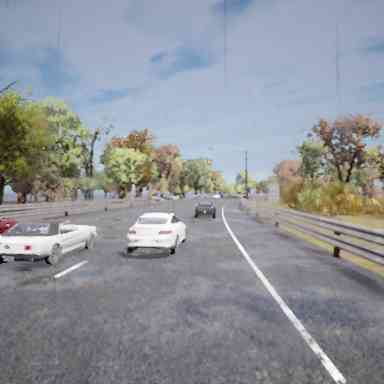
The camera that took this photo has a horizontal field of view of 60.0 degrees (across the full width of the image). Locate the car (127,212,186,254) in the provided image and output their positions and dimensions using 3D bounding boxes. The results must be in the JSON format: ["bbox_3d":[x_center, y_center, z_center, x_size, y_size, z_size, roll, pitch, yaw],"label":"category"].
[{"bbox_3d":[-1.335,1.547,13.623,1.812,1.442,4.674,0,0,5],"label":"car"}]

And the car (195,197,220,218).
[{"bbox_3d":[1.324,1.545,31.337,2.128,1.511,4.902,0,0,4],"label":"car"}]

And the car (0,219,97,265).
[{"bbox_3d":[-5.023,1.617,11.720,1.895,1.301,4.718,0,0,5],"label":"car"}]

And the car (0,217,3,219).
[{"bbox_3d":[-8.459,1.368,12.524,2.097,1.767,4.553,0,0,5],"label":"car"}]
